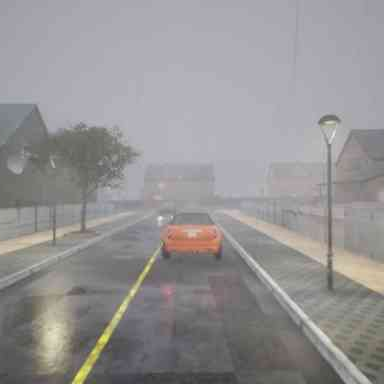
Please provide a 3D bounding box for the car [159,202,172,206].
[{"bbox_3d":[-2.780,1.938,38.920,1.882,1.535,5.008,0,-1,0],"label":"car"}]

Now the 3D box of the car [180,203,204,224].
[{"bbox_3d":[0.017,1.812,29.213,1.882,1.535,5.008,0,-1,0],"label":"car"}]

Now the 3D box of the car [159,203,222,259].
[{"bbox_3d":[0.015,1.496,13.413,2.097,1.767,4.553,0,-1,0],"label":"car"}]
